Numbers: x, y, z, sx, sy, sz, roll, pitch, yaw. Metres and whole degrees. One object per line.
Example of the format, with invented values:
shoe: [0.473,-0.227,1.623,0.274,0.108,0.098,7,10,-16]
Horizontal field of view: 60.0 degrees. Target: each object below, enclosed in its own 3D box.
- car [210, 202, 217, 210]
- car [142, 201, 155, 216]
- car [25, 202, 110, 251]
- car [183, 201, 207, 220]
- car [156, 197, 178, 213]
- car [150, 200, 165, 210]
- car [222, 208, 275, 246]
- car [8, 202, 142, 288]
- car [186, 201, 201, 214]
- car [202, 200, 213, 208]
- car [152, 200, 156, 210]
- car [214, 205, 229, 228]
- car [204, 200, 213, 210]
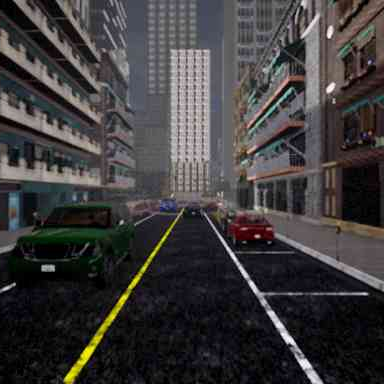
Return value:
car: [2.730,1.814,27.191,1.752,1.417,4.829,-1,-1,0]
car: [-5.631,1.987,38.096,1.802,1.307,4.206,-1,-1,0]
car: [-5.674,1.485,16.005,2.192,1.841,5.009,-1,-1,0]
car: [0.146,1.908,32.373,1.994,1.385,4.181,0,-1,0]
car: [-3.020,1.689,43.941,2.150,2.045,5.566,0,-1,0]
car: [-5.602,2.128,54.666,1.887,1.381,4.507,-1,-1,0]
car: [2.710,1.715,15.974,1.887,1.381,4.507,-1,-1,0]
car: [-3.085,1.330,9.912,2.150,2.045,5.566,0,-1,0]
car: [0.155,1.962,42.784,1.837,1.490,4.892,0,0,0]
car: [2.788,2.170,60.330,1.752,1.417,4.829,-1,-1,0]
car: [-5.613,1.964,49.143,1.967,1.590,4.097,-1,-1,0]
car: [2.720,1.779,21.498,2.008,1.369,4.403,-1,-1,0]
car: [2.769,2.069,49.114,1.887,1.381,4.507,-1,-1,0]
